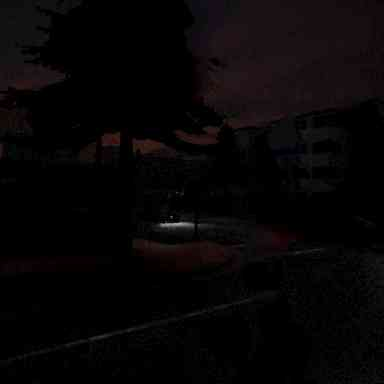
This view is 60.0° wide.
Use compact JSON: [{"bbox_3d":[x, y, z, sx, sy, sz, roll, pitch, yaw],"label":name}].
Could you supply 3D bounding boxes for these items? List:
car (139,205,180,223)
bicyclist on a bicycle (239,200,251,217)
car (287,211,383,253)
[{"bbox_3d":[-2.710,1.755,27.239,1.994,1.385,4.181,1,-1,-35],"label":"car"},{"bbox_3d":[5.068,1.604,31.772,1.656,1.620,0.582,1,0,-35],"label":"bicyclist on a bicycle"},{"bbox_3d":[6.786,1.671,14.925,5.008,1.535,1.882,0,-1,44],"label":"car"}]
